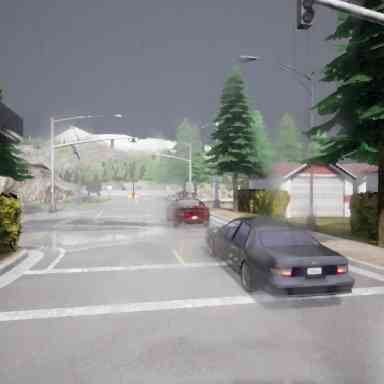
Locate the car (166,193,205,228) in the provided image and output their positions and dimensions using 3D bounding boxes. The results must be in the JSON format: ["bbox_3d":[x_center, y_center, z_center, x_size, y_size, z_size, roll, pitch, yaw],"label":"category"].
[{"bbox_3d":[-0.327,1.059,18.982,1.882,1.535,5.008,-1,2,-11],"label":"car"}]

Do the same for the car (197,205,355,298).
[{"bbox_3d":[1.775,1.366,8.601,2.033,1.411,5.357,0,3,-11],"label":"car"}]

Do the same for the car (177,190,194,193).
[{"bbox_3d":[-0.967,0.386,70.291,4.902,1.511,2.128,0,1,-11],"label":"car"}]
